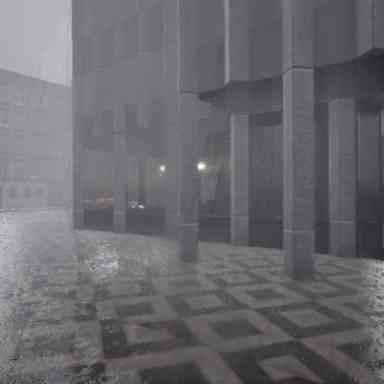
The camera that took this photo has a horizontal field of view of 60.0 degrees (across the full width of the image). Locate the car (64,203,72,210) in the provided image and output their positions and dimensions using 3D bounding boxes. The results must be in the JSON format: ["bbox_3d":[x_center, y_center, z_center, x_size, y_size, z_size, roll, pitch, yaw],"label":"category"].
[{"bbox_3d":[-15.079,1.679,45.450,1.812,1.442,4.674,0,0,36],"label":"car"}]
